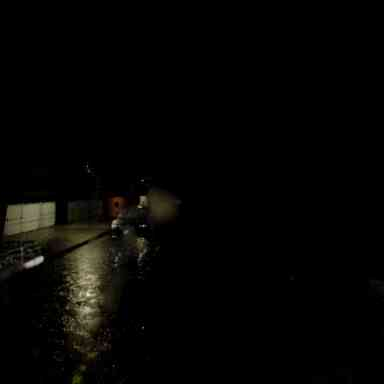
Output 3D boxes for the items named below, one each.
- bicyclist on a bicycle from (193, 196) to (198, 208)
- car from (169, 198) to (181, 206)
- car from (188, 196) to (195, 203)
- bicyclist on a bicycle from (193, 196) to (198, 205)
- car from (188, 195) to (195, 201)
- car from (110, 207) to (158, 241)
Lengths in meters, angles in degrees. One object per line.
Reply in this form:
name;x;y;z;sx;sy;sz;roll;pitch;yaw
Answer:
bicyclist on a bicycle;0.691;1.607;51.954;0.582;1.620;1.656;0;-1;0
car;-2.879;1.779;58.185;1.895;1.301;4.718;0;0;0
car;-0.099;1.781;77.968;1.812;1.442;4.674;0;0;0
bicyclist on a bicycle;0.679;1.630;62.026;0.866;1.612;1.509;0;0;0
car;-0.118;1.726;92.681;2.128;1.511;4.902;0;0;0
car;-2.871;1.533;17.119;2.128;1.511;4.902;0;0;0
